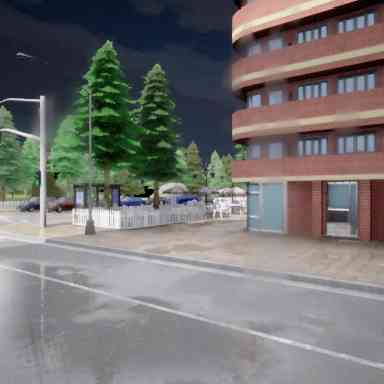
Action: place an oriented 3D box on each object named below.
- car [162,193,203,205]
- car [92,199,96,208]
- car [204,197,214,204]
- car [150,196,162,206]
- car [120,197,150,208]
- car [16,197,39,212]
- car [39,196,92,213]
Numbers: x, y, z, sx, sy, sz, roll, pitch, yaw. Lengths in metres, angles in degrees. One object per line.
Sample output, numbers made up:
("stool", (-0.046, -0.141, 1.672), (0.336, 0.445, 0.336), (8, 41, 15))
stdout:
("car", (-1.415, 1.164, 51.748), (5.566, 2.045, 2.150), (0, 0, -44))
("car", (-12.095, 1.506, 44.221), (1.994, 1.385, 4.181), (0, 0, 35))
("car", (2.370, 1.506, 59.316), (4.181, 1.385, 1.994), (0, 0, -34))
("car", (-5.682, 1.447, 52.209), (1.837, 1.490, 4.892), (0, 0, 42))
("car", (-8.237, 1.420, 43.557), (1.882, 1.535, 5.008), (0, 0, 37))
("car", (-17.130, 1.294, 37.251), (2.097, 1.767, 4.553), (0, 0, 35))
("car", (-13.645, 1.294, 36.113), (2.097, 1.767, 4.553), (0, 0, 36))
